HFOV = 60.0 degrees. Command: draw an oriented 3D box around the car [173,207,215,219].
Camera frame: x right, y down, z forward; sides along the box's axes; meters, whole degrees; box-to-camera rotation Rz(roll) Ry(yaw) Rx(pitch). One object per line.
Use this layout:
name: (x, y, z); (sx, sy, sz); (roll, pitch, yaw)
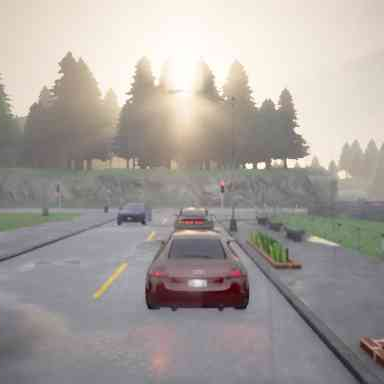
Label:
car: (0.091, 1.497, 16.721); (1.837, 1.490, 4.892); (0, 0, 0)

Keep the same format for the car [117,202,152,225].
car: (-4.031, 1.467, 23.928); (1.882, 1.535, 5.008); (0, 0, 0)

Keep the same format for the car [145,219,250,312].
car: (0.096, 1.560, 7.809); (1.994, 1.385, 4.181); (0, 0, 0)
